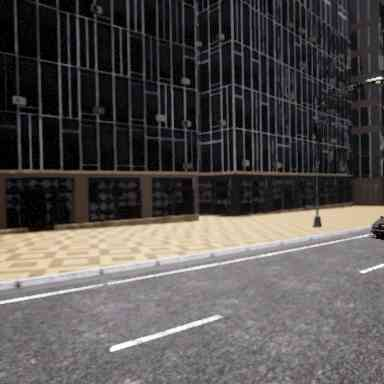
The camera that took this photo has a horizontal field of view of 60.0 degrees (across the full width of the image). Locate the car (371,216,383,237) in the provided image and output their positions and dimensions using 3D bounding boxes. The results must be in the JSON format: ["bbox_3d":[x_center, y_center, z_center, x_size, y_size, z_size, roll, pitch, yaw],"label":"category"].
[{"bbox_3d":[10.838,1.465,16.508,5.357,1.411,2.033,0,0,-41],"label":"car"}]
